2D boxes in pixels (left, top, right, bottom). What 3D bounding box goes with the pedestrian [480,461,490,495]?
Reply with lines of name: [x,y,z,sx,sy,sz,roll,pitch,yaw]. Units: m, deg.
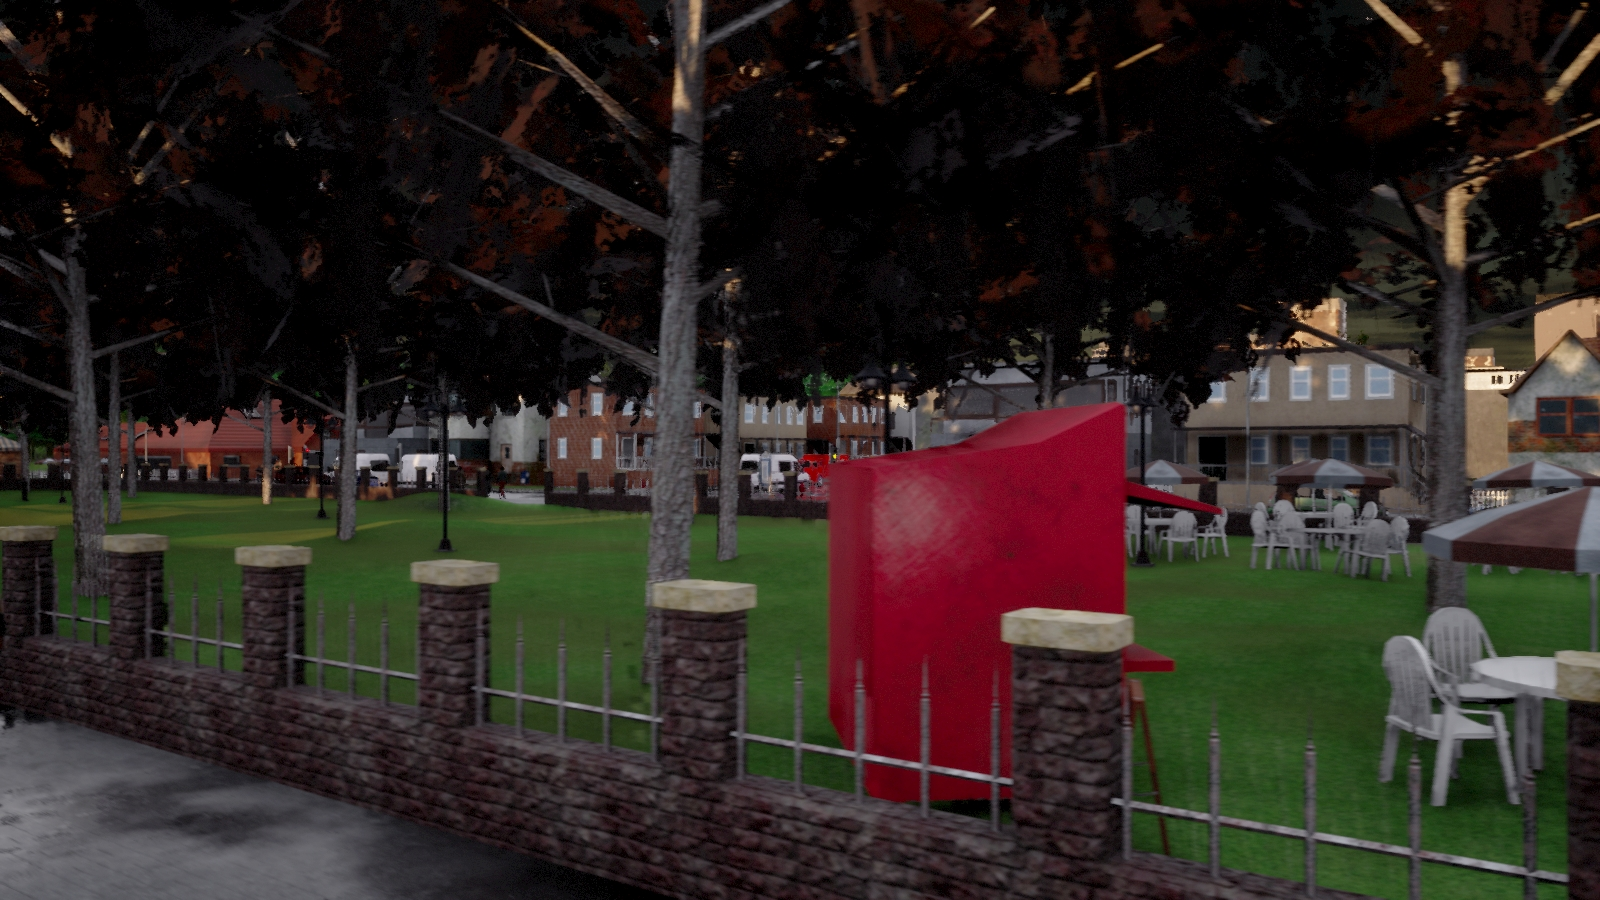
pedestrian: [-17.168,1.527,62.316,0.375,1.860,0.375,0,0,-41]

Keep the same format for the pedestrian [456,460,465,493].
pedestrian: [-19.438,1.531,65.379,0.375,1.860,0.375,0,0,10]

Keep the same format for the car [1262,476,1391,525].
car: [19.062,1.781,41.398,3.988,1.617,1.851,0,0,34]

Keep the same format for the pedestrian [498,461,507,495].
pedestrian: [-16.170,1.527,62.114,0.375,1.860,0.375,0,0,-39]

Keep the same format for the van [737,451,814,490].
van: [-1.560,1.317,76.235,1.988,2.561,5.915,0,0,35]
